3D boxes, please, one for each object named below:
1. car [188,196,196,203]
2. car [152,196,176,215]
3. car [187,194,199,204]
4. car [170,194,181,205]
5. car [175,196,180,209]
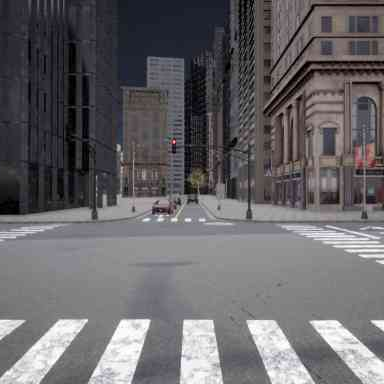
[{"bbox_3d":[0.053,1.660,75.254,1.837,1.490,4.892,0,0,0],"label":"car"},{"bbox_3d":[-3.027,1.521,35.000,1.882,1.535,5.008,0,0,1],"label":"car"},{"bbox_3d":[0.147,1.343,64.823,2.150,2.045,5.566,0,0,0],"label":"car"},{"bbox_3d":[-3.034,1.324,58.532,2.150,2.045,5.566,0,0,0],"label":"car"},{"bbox_3d":[-3.040,1.629,44.889,1.994,1.385,4.181,0,0,0],"label":"car"}]
